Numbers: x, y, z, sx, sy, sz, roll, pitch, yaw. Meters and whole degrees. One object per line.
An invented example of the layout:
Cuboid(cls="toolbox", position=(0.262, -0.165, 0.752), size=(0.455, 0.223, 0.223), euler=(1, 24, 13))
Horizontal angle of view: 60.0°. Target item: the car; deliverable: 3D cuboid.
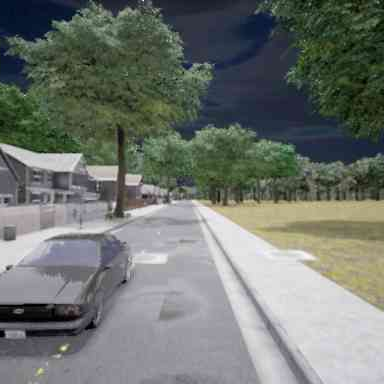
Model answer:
Cuboid(cls="car", position=(-2.531, 1.656, 7.346), size=(2.033, 1.411, 5.357), euler=(0, -1, -1))
